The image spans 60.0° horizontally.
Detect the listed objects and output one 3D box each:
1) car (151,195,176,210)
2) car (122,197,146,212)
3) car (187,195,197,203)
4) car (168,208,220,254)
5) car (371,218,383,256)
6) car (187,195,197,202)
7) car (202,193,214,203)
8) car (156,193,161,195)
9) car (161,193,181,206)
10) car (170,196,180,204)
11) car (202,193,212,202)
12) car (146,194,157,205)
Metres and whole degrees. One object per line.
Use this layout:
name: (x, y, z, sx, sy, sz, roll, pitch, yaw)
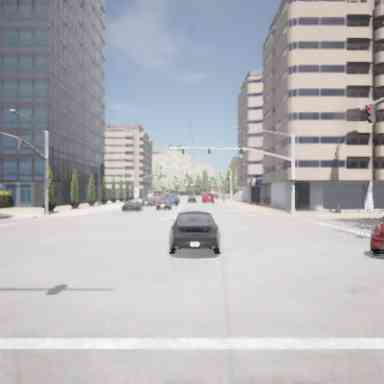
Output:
car: (-3.572, 1.533, 43.087, 2.128, 1.511, 4.902, 0, 0, 0)
car: (-7.082, 1.602, 39.885, 1.994, 1.385, 4.181, 0, 0, 0)
car: (0.007, 1.593, 70.903, 1.812, 1.442, 4.674, 0, 0, 0)
car: (0.101, 1.518, 13.644, 1.837, 1.490, 4.892, 0, 0, 0)
car: (8.467, 1.365, 12.109, 4.553, 1.767, 2.097, 0, 0, -38)
car: (0.008, 1.510, 80.022, 2.128, 1.511, 4.902, 0, 0, 0)
car: (3.507, 1.287, 69.796, 2.150, 2.045, 5.566, 0, 0, 0)
car: (-6.993, 1.290, 68.838, 2.150, 2.045, 5.566, 0, 0, 0)
car: (-3.518, 1.278, 56.687, 2.150, 2.045, 5.566, 0, 0, 1)
car: (-3.493, 1.588, 68.886, 1.812, 1.442, 4.674, 0, 0, 0)
car: (3.508, 1.210, 80.051, 2.150, 2.045, 5.566, 0, 0, 0)
car: (-7.052, 1.543, 53.404, 2.128, 1.511, 4.902, 0, 0, 0)
